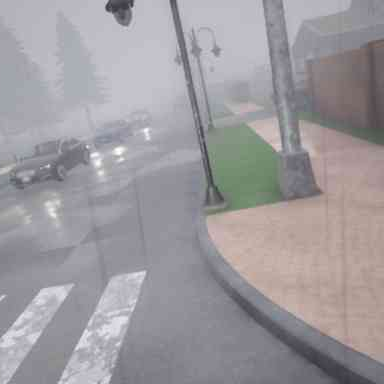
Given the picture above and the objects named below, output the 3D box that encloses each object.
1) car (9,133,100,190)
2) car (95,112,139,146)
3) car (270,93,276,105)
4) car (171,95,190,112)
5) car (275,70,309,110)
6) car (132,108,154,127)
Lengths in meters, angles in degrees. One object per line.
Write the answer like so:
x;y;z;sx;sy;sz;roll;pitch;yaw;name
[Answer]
-5.872;-1.419;14.149;2.128;1.511;4.902;-11;16;6;car
-5.484;-4.257;23.233;1.882;1.535;5.008;-11;16;6;car
6.606;-6.199;19.543;3.866;1.878;1.905;-11;16;6;car
-1.692;-12.584;47.131;2.150;2.045;5.566;-13;16;-1;car
6.887;-5.530;17.104;4.605;1.855;1.932;-11;16;6;car
-5.148;-7.249;32.474;2.097;1.767;4.553;-11;16;5;car
